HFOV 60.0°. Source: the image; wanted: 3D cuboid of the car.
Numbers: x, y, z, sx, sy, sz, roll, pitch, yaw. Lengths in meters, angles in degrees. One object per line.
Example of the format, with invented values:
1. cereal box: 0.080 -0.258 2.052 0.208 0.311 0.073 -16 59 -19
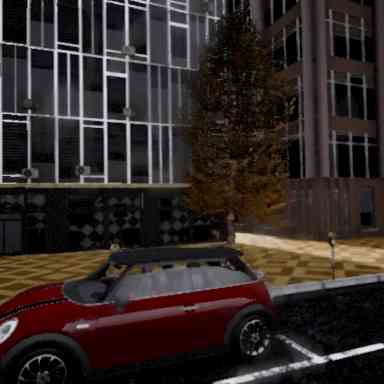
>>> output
1. car: -0.833 1.608 4.956 4.097 1.590 1.967 0 -2 -22
